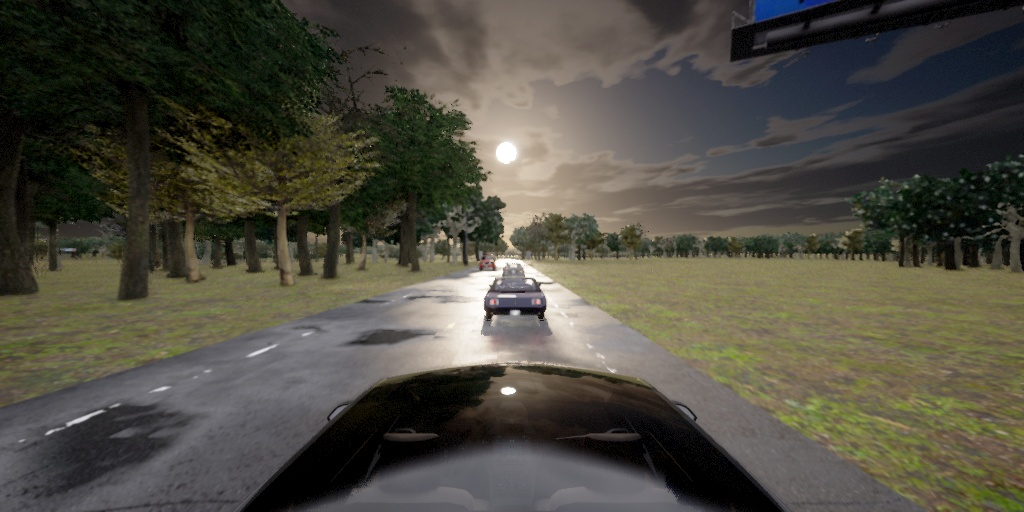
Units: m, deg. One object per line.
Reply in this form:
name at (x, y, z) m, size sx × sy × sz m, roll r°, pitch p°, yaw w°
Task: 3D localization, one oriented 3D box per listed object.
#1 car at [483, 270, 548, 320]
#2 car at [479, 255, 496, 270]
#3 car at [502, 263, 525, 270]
car at (0.101, 1.345, 12.519) m, size 1.895 × 1.301 × 4.718 m, roll 0°, pitch 0°, yaw 0°
car at (-3.450, 0.943, 51.440) m, size 2.150 × 2.045 × 5.566 m, roll 0°, pitch 0°, yaw 0°
car at (0.121, 1.283, 30.763) m, size 2.033 × 1.411 × 5.357 m, roll 0°, pitch 0°, yaw 0°
